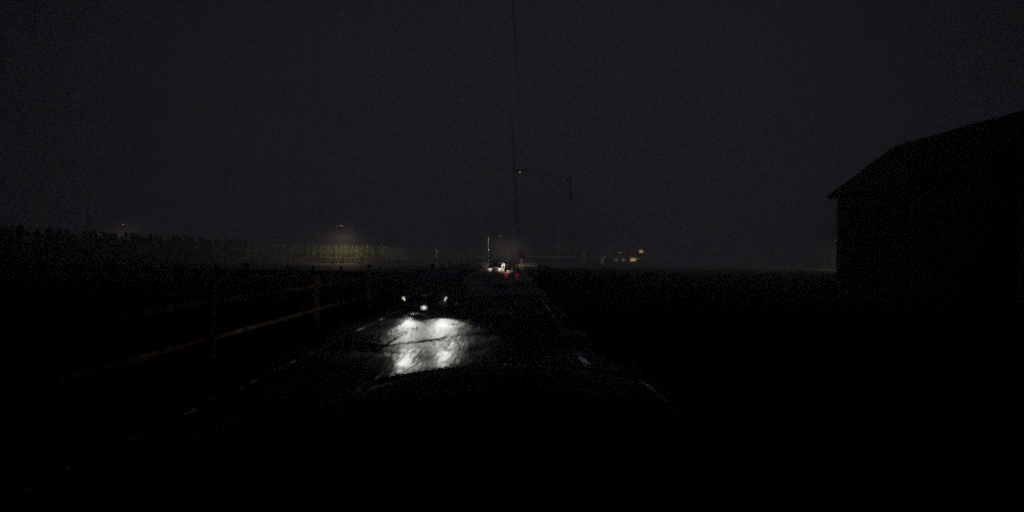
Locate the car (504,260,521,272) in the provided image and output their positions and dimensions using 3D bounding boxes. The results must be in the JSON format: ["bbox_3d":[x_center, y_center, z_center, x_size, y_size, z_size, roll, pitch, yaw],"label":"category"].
[{"bbox_3d":[0.004,1.264,45.083,1.812,1.442,4.674,0,0,0],"label":"car"}]

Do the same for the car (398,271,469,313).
[{"bbox_3d":[-2.853,1.293,14.267,2.033,1.411,5.357,0,0,0],"label":"car"}]

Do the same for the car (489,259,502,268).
[{"bbox_3d":[-2.770,1.216,60.935,1.882,1.535,5.008,0,0,0],"label":"car"}]

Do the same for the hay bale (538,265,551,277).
[{"bbox_3d":[3.116,1.396,34.488,1.220,1.180,1.240,0,0,0],"label":"hay bale"}]
